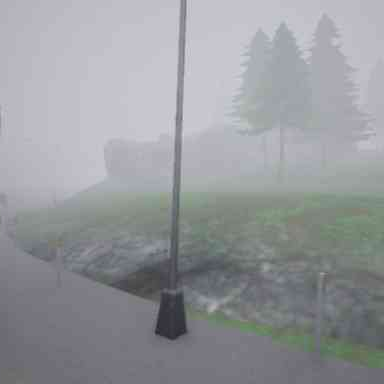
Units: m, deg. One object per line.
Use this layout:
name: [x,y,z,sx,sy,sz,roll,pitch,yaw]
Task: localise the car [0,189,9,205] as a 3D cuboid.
car: [-21.398,0.392,35.119,2.150,2.045,5.566,2,1,-9]
